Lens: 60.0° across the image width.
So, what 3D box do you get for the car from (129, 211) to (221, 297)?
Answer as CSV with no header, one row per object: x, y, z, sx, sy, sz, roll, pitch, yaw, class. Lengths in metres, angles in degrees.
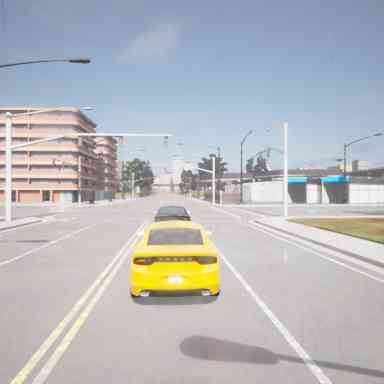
-0.441,1.478,8.630,1.882,1.535,5.008,0,0,-3,car

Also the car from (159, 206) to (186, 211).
-1.076,1.478,18.190,1.882,1.535,5.008,0,0,-4,car
